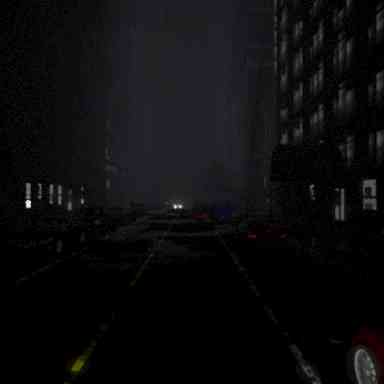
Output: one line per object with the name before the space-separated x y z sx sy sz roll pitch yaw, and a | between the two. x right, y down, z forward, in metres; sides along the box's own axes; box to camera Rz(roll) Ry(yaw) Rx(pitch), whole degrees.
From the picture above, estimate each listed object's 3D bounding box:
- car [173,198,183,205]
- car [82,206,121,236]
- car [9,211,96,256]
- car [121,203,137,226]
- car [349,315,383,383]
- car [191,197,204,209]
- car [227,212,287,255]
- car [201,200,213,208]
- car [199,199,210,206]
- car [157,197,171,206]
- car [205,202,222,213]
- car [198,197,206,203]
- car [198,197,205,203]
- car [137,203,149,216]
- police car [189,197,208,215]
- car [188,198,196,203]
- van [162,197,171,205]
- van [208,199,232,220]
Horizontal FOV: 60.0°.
car | -3.049 2.103 71.690 2.128 1.511 4.902 0 0 0
car | -5.704 1.610 19.304 1.967 1.590 4.097 0 0 0
car | -5.700 1.673 13.610 2.008 1.369 4.403 0 -1 0
car | -5.708 1.766 24.995 2.008 1.369 4.403 0 0 0
car | 2.688 1.604 2.226 1.802 1.307 4.206 0 -1 0
car | 0.861 1.803 54.679 2.097 1.767 4.553 0 0 0
car | 2.681 1.705 13.614 1.802 1.307 4.206 0 0 0
car | 2.649 2.069 59.151 1.802 1.307 4.206 0 0 0
car | 2.642 2.124 70.536 2.008 1.369 4.403 0 0 0
car | -5.735 2.082 64.841 2.008 1.369 4.403 0 0 0
car | 2.661 1.933 42.074 1.802 1.307 4.206 0 0 0
car | 2.630 2.127 87.614 1.967 1.590 4.097 0 0 0
car | 2.626 2.163 93.306 1.967 1.590 4.097 0 0 0
car | -5.716 1.888 36.379 1.802 1.307 4.206 0 0 0
police car | 0.873 1.751 38.819 1.930 1.638 5.238 0 0 0
car | -0.062 2.207 89.468 1.994 1.385 4.181 0 0 0
van | -5.743 1.954 76.228 1.690 1.788 3.998 0 0 0
van | 2.669 1.601 30.692 1.690 1.788 3.998 0 0 0
